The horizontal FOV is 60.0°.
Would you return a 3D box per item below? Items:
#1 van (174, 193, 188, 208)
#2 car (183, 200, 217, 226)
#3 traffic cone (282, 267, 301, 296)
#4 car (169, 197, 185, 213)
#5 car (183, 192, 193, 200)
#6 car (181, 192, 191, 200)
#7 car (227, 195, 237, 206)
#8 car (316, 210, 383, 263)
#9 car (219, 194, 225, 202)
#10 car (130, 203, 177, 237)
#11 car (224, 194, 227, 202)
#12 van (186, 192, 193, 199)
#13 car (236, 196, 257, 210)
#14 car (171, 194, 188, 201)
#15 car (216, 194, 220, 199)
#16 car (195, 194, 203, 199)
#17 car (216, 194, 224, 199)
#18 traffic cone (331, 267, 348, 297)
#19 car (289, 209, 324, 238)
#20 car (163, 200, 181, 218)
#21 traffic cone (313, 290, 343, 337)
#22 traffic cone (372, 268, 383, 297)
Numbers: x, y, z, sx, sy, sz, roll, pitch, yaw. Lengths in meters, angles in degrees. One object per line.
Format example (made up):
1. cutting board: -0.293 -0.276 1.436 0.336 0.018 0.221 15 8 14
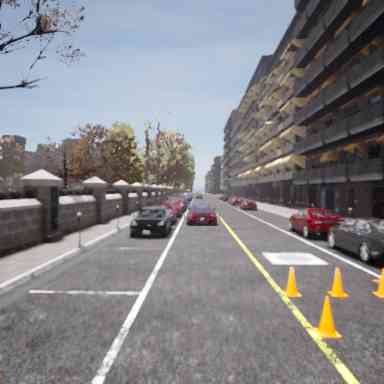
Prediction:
1. van: -1.532 1.123 45.595 1.690 1.788 3.998 1 0 1
2. car: 0.649 1.457 22.506 1.994 1.385 4.181 1 0 1
3. traffic cone: 2.186 1.940 7.304 0.340 0.580 0.340 1 0 1
4. car: -1.839 1.385 28.709 1.887 1.381 4.507 1 0 1
5. car: -0.923 0.990 79.372 2.192 1.841 5.009 0 0 1
6. car: -1.634 1.116 39.966 2.192 1.841 5.009 1 0 1
7. car: 6.946 1.287 51.075 1.967 1.590 4.097 1 0 1
8. car: 6.235 1.554 11.671 2.008 1.369 4.403 1 0 1
9. car: 7.249 1.358 67.964 1.947 1.339 4.313 0 0 1
10. car: -2.041 1.458 17.452 1.947 1.339 4.313 1 0 1
11. car: 7.046 1.410 56.705 1.802 1.307 4.206 1 0 1
12. van: -0.721 0.987 90.630 1.690 1.788 3.998 0 0 1
13. car: 6.742 1.467 39.816 1.802 1.307 4.206 1 0 1
14. car: -1.736 1.260 34.336 1.967 1.590 4.097 1 0 1
15. car: 7.453 1.199 79.221 1.967 1.590 4.097 0 0 1
16. car: 1.898 1.246 86.987 1.994 1.385 4.181 1 0 1
17. car: 7.659 1.255 90.650 1.752 1.417 4.829 0 0 1
18. traffic cone: 3.186 1.950 7.286 0.340 0.580 0.340 1 0 1
19. car: 6.337 1.521 17.301 1.887 1.381 4.507 1 0 1
20. car: -1.941 1.447 23.082 1.802 1.307 4.206 1 0 1
21. traffic cone: 2.150 1.950 5.304 0.340 0.580 0.340 1 0 1
22. traffic cone: 4.185 1.960 7.269 0.340 0.580 0.340 1 0 1
